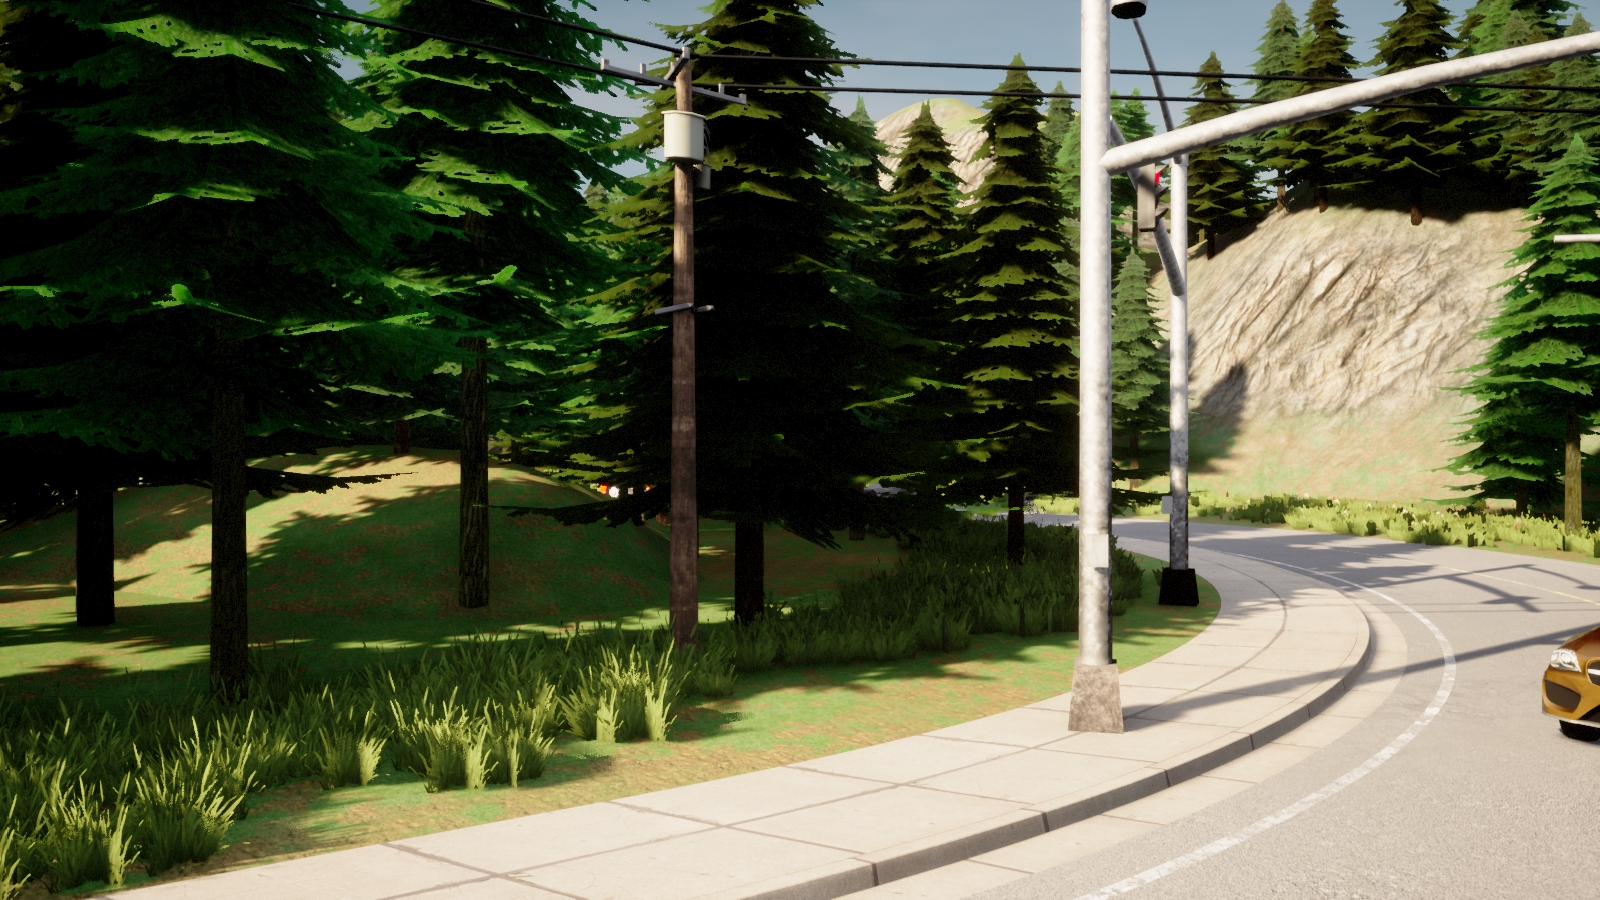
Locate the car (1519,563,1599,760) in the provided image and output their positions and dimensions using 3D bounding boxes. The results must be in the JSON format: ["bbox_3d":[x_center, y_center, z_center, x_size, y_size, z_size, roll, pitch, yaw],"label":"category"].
[{"bbox_3d":[9.577,1.970,11.147,5.027,1.651,2.152,0,0,-29],"label":"car"}]

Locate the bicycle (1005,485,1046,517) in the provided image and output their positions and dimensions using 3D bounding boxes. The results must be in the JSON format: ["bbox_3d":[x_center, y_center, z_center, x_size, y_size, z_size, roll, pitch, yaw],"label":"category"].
[{"bbox_3d":[9.415,2.132,47.778,0.859,1.276,1.487,0,-1,-34],"label":"bicycle"}]
